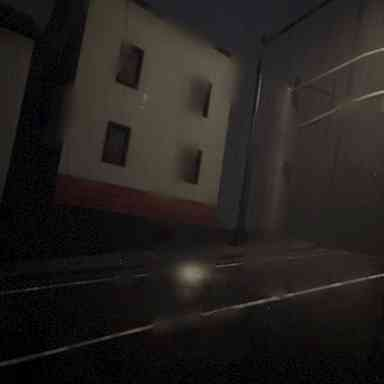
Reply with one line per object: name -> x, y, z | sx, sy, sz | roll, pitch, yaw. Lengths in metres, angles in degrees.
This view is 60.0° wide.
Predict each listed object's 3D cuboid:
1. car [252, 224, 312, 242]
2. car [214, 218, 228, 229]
car -> 7.715, 3.532, 29.088 | 2.033, 1.411, 5.357 | 12, -7, -35
car -> 2.037, 3.518, 37.096 | 1.837, 1.490, 4.892 | 12, -7, -35
